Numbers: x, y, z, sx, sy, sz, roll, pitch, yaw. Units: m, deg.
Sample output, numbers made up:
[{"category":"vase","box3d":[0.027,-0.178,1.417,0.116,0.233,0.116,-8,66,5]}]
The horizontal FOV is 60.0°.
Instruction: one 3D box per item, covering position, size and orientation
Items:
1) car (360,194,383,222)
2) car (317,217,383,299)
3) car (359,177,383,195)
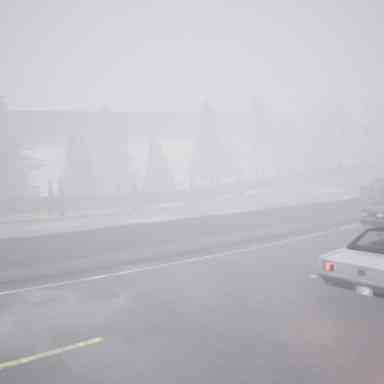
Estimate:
[{"category":"car","box3d":[9.593,0.786,14.804,5.357,1.411,2.033,-6,3,-35]},{"category":"car","box3d":[4.869,1.367,7.174,4.718,1.301,1.895,-3,2,-35]},{"category":"car","box3d":[15.854,-0.578,27.997,4.181,1.385,1.994,-9,5,-35]}]
